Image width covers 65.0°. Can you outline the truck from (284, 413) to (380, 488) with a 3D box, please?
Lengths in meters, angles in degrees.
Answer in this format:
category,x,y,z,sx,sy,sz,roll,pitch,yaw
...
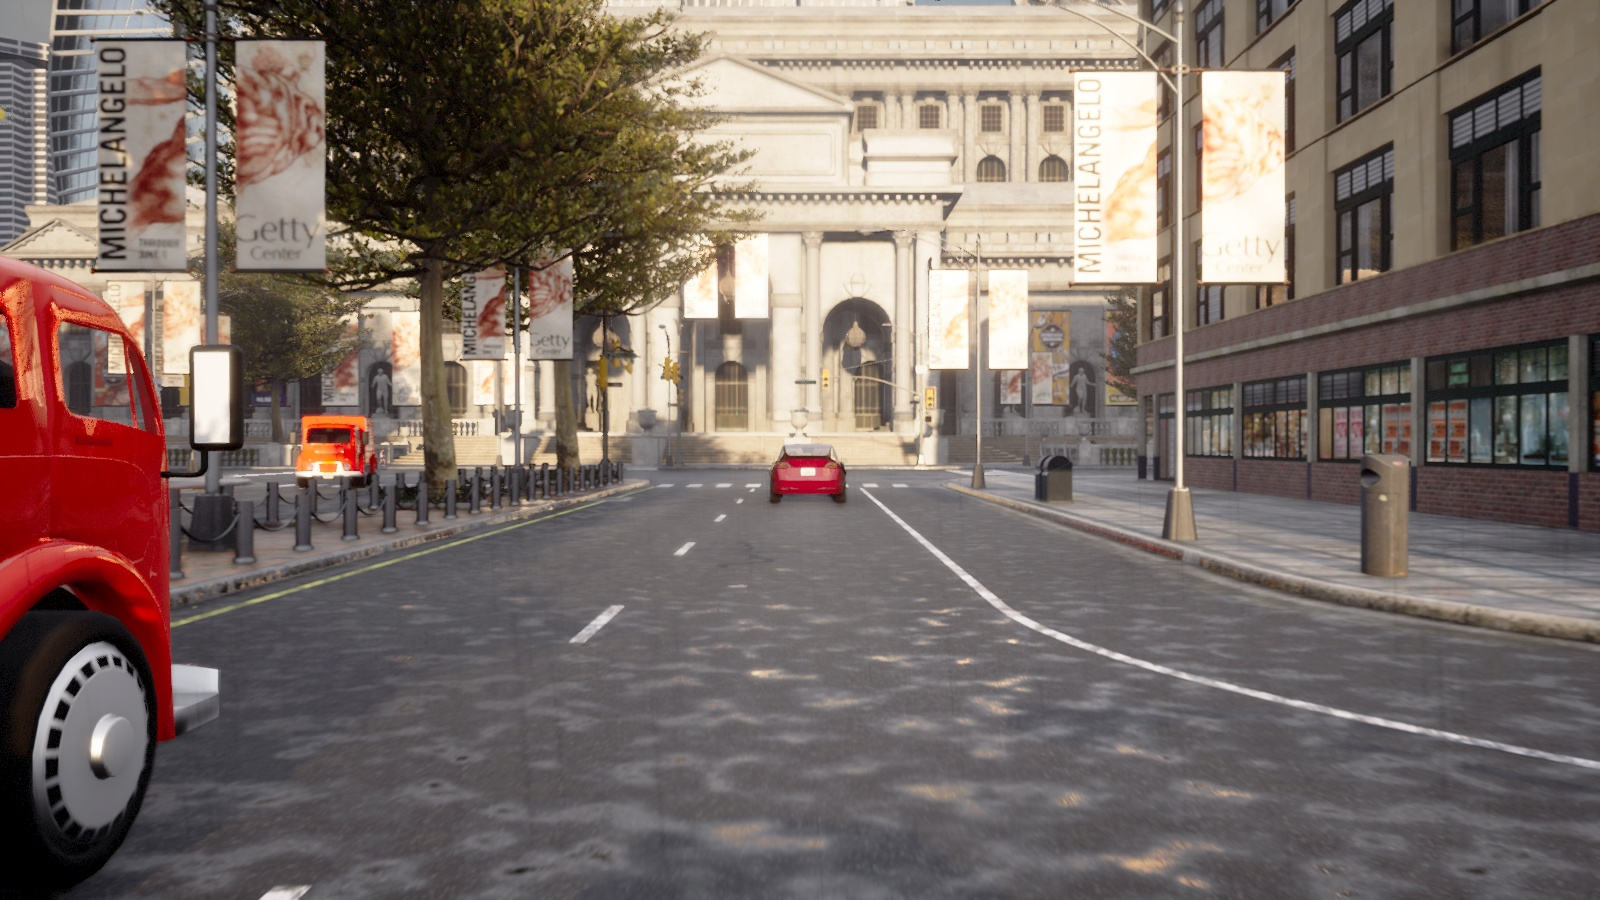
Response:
category,x,y,z,sx,sy,sz,roll,pitch,yaw
truck,-16.362,0.000,44.193,2.627,2.467,5.204,0,0,-15

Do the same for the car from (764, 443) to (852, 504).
category,x,y,z,sx,sy,sz,roll,pitch,yaw
car,0.209,0.559,33.145,2.163,1.488,4.792,0,0,0

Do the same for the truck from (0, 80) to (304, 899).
category,x,y,z,sx,sy,sz,roll,pitch,yaw
truck,-3.467,0.242,2.811,2.627,2.467,5.204,0,0,0
